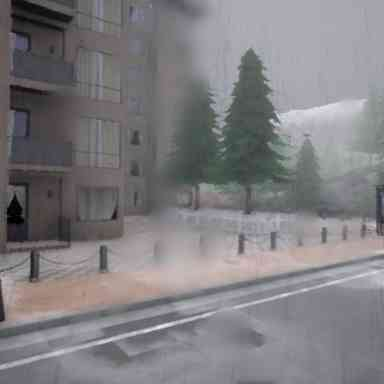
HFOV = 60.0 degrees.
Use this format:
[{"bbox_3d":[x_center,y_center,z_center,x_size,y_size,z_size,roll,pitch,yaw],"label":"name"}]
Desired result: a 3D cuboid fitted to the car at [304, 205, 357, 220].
[{"bbox_3d":[13.698,2.025,33.077,1.895,1.301,4.718,1,0,-35],"label":"car"}]
